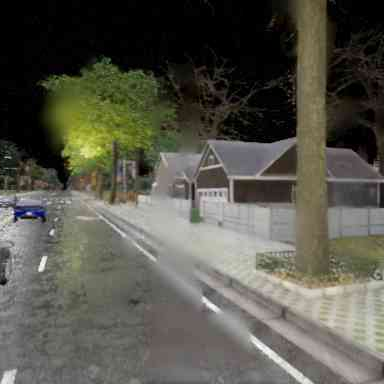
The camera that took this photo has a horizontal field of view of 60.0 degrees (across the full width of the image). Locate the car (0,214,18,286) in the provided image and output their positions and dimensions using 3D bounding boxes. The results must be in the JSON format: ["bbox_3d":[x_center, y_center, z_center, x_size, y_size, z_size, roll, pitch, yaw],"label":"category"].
[{"bbox_3d":[-4.569,1.403,6.009,1.837,1.490,4.892,0,1,-21],"label":"car"}]

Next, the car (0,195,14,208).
[{"bbox_3d":[-19.124,1.032,34.747,1.812,1.442,4.674,0,0,-21],"label":"car"}]

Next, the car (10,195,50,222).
[{"bbox_3d":[-11.033,1.163,23.073,1.882,1.535,5.008,0,1,-21],"label":"car"}]
